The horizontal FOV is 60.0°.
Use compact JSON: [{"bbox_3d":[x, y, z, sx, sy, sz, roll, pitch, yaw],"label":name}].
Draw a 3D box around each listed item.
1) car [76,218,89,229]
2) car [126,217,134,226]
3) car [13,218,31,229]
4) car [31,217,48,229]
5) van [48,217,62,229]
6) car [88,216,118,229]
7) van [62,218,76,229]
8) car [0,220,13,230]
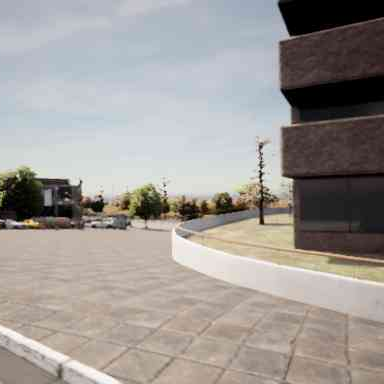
[{"bbox_3d":[-21.993,5.946,60.361,4.892,1.521,2.231,0,-6,5],"label":"car"},{"bbox_3d":[-18.197,8.394,90.249,2.163,1.488,4.792,0,1,10],"label":"car"},{"bbox_3d":[-27.139,4.834,49.469,4.674,1.452,2.002,0,-6,5],"label":"car"},{"bbox_3d":[-26.037,5.080,52.211,5.366,1.575,1.946,0,-6,5],"label":"car"},{"bbox_3d":[-24.449,5.145,54.934,4.442,1.987,1.878,0,-6,5],"label":"van"},{"bbox_3d":[-18.176,6.558,68.551,5.566,2.045,2.435,0,-6,5],"label":"car"},{"bbox_3d":[-23.166,5.433,57.662,4.442,1.987,1.878,0,-6,5],"label":"van"},{"bbox_3d":[-28.409,4.546,46.735,4.674,1.452,2.002,0,-6,5],"label":"car"}]
